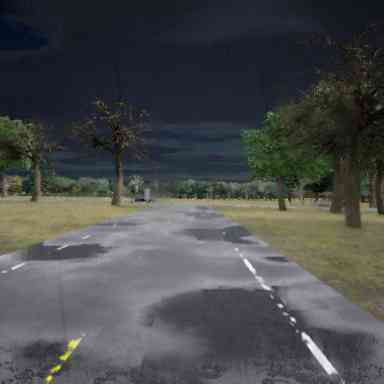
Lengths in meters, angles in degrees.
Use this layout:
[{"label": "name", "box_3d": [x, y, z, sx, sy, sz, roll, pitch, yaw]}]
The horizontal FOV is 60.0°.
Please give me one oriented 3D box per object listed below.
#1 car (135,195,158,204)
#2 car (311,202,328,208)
[{"label": "car", "box_3d": [-11.185, 1.771, 81.101, 5.566, 2.045, 2.150, 2, 0, 0]}, {"label": "car", "box_3d": [33.724, 3.391, 87.880, 4.181, 1.385, 1.994, 2, 0, 0]}]
